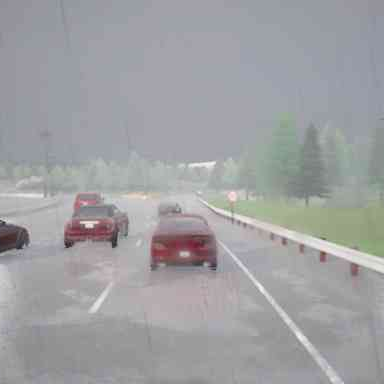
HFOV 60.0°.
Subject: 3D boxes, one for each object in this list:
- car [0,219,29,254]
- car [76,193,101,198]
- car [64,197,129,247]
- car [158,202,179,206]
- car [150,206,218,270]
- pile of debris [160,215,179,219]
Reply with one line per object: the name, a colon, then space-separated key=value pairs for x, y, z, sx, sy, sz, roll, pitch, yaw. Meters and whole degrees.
car: x=-7.349 y=1.530 z=11.452 sx=1.994 sy=1.385 sz=4.181 roll=0 pitch=0 yaw=-3
car: x=-9.328 y=1.117 z=30.471 sx=2.150 sy=2.045 sz=5.566 roll=0 pitch=0 yaw=-8
car: x=-4.081 y=1.300 z=14.881 sx=2.097 sy=1.767 sz=4.553 roll=0 pitch=0 yaw=-4
car: x=-2.041 y=1.491 z=29.092 sx=1.895 sy=1.301 sz=4.718 roll=0 pitch=0 yaw=-7
car: x=-0.310 y=1.435 z=11.000 sx=1.882 sy=1.535 sz=5.008 roll=0 pitch=0 yaw=-3
pile of debris: x=-1.928 y=2.070 z=27.923 sx=1.500 sy=0.140 sz=1.860 roll=0 pitch=0 yaw=-8
